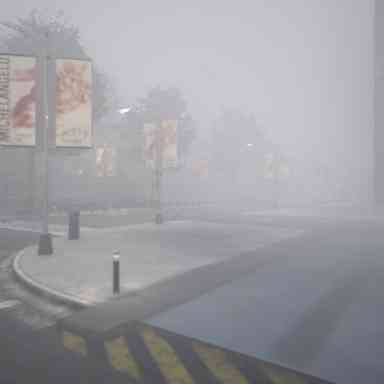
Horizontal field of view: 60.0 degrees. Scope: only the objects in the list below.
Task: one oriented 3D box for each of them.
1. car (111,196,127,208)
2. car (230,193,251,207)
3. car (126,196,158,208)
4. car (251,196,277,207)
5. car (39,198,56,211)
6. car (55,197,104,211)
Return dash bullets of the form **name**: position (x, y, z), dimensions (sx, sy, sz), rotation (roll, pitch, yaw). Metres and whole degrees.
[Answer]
- **car**: position (-9.240, 1.374, 46.932), dimensions (1.837, 1.490, 4.892), rotation (0, 1, 36)
- **car**: position (7.854, 1.137, 51.030), dimensions (2.150, 2.045, 5.566), rotation (0, 0, 35)
- **car**: position (-6.326, 1.448, 44.995), dimensions (1.994, 1.385, 4.181), rotation (0, 0, 35)
- **car**: position (11.023, 1.435, 49.438), dimensions (1.837, 1.490, 4.892), rotation (0, 1, 36)
- **car**: position (-15.178, 1.375, 38.594), dimensions (1.837, 1.490, 4.892), rotation (0, 0, 35)
- **car**: position (-12.156, 1.484, 36.821), dimensions (1.895, 1.301, 4.718), rotation (0, 0, 35)
